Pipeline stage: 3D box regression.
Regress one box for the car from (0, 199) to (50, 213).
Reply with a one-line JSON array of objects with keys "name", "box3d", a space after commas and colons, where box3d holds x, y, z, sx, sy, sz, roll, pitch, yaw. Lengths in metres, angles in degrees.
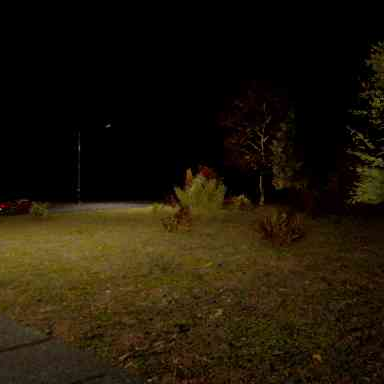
[{"name": "car", "box3d": [-17.228, 1.389, 34.322, 1.895, 1.301, 4.718, 2, 2, 40]}]
